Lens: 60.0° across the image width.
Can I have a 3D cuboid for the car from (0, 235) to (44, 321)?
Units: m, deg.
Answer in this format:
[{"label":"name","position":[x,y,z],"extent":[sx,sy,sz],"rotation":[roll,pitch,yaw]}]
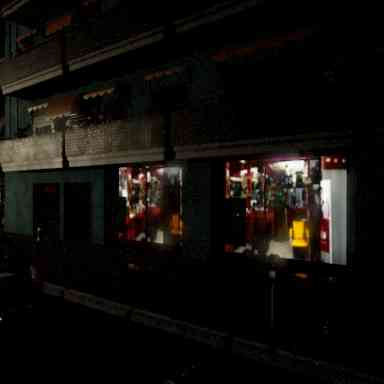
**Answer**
[{"label":"car","position":[-4.612,1.440,6.175],"extent":[4.097,1.590,1.967],"rotation":[0,0,36]}]
